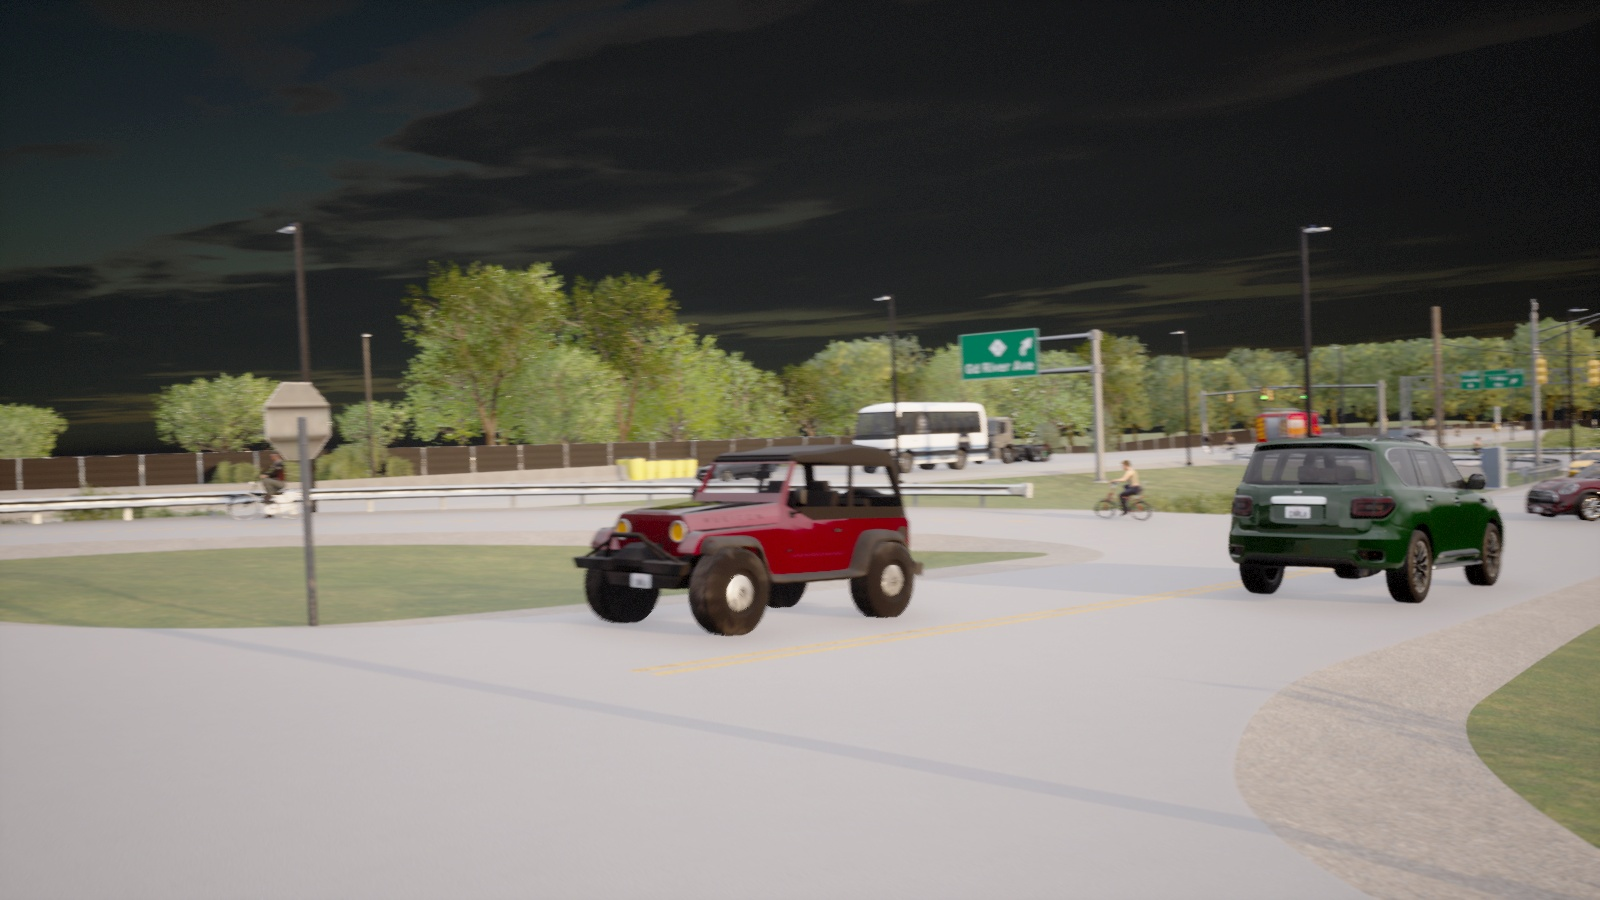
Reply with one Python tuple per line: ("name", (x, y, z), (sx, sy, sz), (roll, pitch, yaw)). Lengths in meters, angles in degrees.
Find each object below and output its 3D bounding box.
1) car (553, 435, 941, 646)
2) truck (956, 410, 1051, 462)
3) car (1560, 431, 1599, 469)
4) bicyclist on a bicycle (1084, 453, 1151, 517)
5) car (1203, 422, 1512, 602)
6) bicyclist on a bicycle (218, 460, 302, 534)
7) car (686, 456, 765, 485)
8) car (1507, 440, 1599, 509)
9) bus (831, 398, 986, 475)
("car", (-0.444, 0.862, 13.275), (1.905, 1.878, 3.866), (-2, -2, 42))
("truck", (14.907, -1.048, 91.516), (2.891, 3.462, 7.936), (-2, 1, 41))
("car", (37.293, -0.048, 59.034), (1.801, 1.575, 5.366), (-2, 1, 41))
("bicyclist on a bicycle", (8.367, 0.900, 33.094), (1.509, 1.612, 0.866), (0, 2, 31))
("car", (7.754, 0.746, 17.109), (2.150, 2.045, 5.566), (-2, -2, 42))
("bicyclist on a bicycle", (-13.655, 1.178, 31.776), (1.843, 1.776, 0.659), (-1, 1, -30))
("car", (-4.123, 1.140, 69.846), (1.994, 1.385, 4.181), (-2, 1, 41))
("car", (22.761, 0.619, 35.276), (4.553, 1.767, 2.097), (-2, 0, -1))
("bus", (6.830, -0.908, 77.061), (3.944, 4.253, 10.273), (-2, 1, 41))
